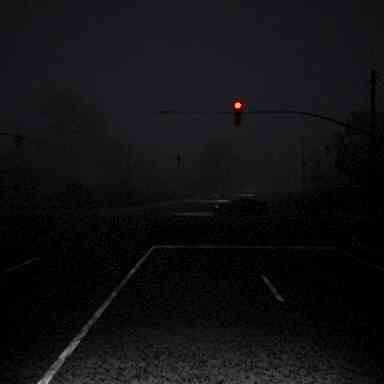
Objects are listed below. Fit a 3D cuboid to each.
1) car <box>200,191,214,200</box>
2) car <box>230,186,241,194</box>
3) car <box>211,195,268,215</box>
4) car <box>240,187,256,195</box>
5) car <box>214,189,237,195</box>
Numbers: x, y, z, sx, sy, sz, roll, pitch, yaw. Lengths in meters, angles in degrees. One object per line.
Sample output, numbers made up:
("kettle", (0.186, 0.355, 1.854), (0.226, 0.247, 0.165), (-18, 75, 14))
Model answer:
("car", (2.896, 0.632, 60.444), (1.837, 1.490, 4.892), (0, 3, 23))
("car", (9.710, -0.460, 74.502), (2.097, 1.767, 4.553), (0, 4, 28))
("car", (4.469, 1.293, 30.713), (5.008, 1.535, 1.882), (0, 0, 3))
("car", (12.735, -0.277, 72.742), (1.812, 1.442, 4.674), (0, 4, 28))
("car", (6.036, 0.711, 58.929), (1.994, 1.385, 4.181), (0, 3, 22))
